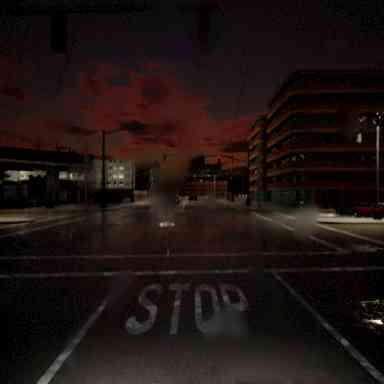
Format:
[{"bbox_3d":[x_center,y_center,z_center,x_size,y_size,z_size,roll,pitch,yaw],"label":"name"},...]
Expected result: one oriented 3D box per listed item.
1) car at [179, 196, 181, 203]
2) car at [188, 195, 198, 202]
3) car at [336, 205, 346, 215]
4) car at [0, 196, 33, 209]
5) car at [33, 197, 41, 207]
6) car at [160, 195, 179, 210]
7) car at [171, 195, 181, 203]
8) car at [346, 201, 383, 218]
[{"bbox_3d":[-3.206,1.341,54.567,2.097,1.767,4.553,0,0,0],"label":"car"},{"bbox_3d":[0.227,1.333,72.300,1.837,1.490,4.892,0,0,0],"label":"car"},{"bbox_3d":[16.226,1.558,32.263,4.181,1.385,1.994,0,0,1],"label":"car"},{"bbox_3d":[-23.302,1.287,42.196,4.611,1.667,2.242,0,0,1],"label":"car"},{"bbox_3d":[-24.017,1.446,47.947,3.806,1.475,1.970,0,0,1],"label":"car"},{"bbox_3d":[-3.087,1.496,43.630,1.837,1.490,4.892,0,0,-1],"label":"car"},{"bbox_3d":[-3.249,1.464,69.137,1.882,1.535,5.008,0,0,0],"label":"car"},{"bbox_3d":[16.309,1.595,28.780,4.718,1.301,1.895,0,0,-3],"label":"car"}]
